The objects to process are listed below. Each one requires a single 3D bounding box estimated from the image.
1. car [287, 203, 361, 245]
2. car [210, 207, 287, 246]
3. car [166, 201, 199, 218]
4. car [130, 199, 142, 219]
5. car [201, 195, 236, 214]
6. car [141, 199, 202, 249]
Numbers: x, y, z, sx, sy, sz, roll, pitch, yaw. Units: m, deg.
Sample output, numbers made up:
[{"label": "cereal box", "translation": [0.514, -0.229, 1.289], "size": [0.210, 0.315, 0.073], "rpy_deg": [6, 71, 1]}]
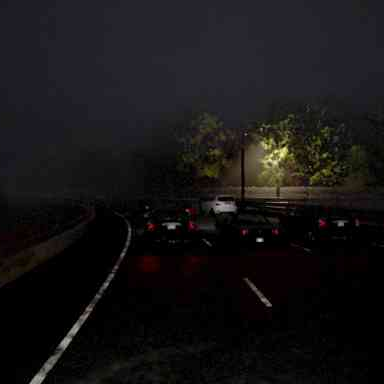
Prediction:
[{"label": "car", "translation": [5.844, 1.364, 15.816], "size": [2.097, 1.767, 4.553], "rpy_deg": [0, 0, -8]}, {"label": "car", "translation": [2.372, 1.615, 15.377], "size": [1.895, 1.301, 4.718], "rpy_deg": [0, 0, -8]}, {"label": "car", "translation": [-0.974, 1.571, 30.724], "size": [1.994, 1.385, 4.181], "rpy_deg": [0, 0, -16]}, {"label": "car", "translation": [-4.324, 1.364, 29.708], "size": [2.097, 1.767, 4.553], "rpy_deg": [0, 0, -16]}, {"label": "car", "translation": [2.375, 1.256, 31.740], "size": [2.150, 2.045, 5.566], "rpy_deg": [0, 0, -16]}, {"label": "car", "translation": [-1.084, 1.364, 14.819], "size": [2.097, 1.767, 4.553], "rpy_deg": [0, 0, -8]}]
